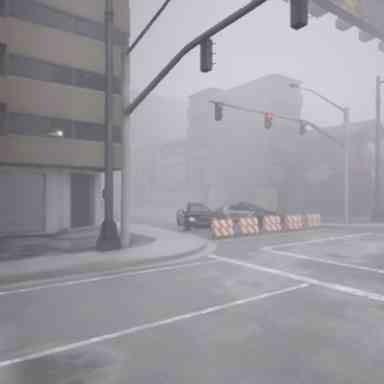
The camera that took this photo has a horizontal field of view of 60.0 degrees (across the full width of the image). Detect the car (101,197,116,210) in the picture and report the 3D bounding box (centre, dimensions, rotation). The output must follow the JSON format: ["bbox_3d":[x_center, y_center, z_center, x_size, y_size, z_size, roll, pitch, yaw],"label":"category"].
[{"bbox_3d":[-11.792,1.481,44.430,2.038,1.542,4.974,0,0,-36],"label":"car"}]

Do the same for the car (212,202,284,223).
[{"bbox_3d":[3.823,1.325,22.957,4.536,1.218,1.853,0,0,34],"label":"car"}]

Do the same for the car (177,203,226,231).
[{"bbox_3d":[0.292,1.475,20.776,2.038,1.542,4.974,0,0,-11],"label":"car"}]

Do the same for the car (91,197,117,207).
[{"bbox_3d":[-11.822,1.324,44.472,1.853,1.218,4.536,0,0,-36],"label":"car"}]

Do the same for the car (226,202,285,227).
[{"bbox_3d":[3.866,1.483,22.928,4.974,1.542,2.038,0,0,34],"label":"car"}]

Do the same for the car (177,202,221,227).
[{"bbox_3d":[0.282,1.317,20.828,1.853,1.218,4.536,0,0,-11],"label":"car"}]
